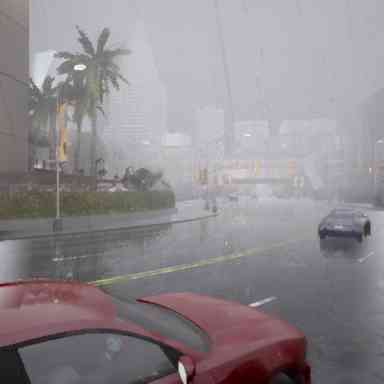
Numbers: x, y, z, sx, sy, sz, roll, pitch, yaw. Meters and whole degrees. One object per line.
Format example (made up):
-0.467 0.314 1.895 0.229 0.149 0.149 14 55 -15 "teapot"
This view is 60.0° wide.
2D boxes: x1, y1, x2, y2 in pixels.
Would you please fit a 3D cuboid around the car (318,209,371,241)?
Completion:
7.758 1.555 16.758 1.994 1.385 4.181 0 0 33 "car"

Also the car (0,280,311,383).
-1.131 1.475 2.507 5.008 1.535 1.882 0 0 -36 "car"

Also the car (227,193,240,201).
10.165 1.419 80.938 2.097 1.535 5.008 0 0 7 "car"

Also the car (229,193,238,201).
10.797 1.289 87.333 2.185 1.767 4.553 0 0 7 "car"
